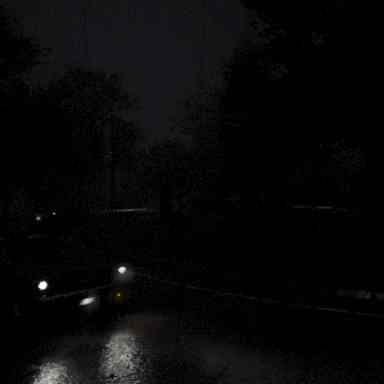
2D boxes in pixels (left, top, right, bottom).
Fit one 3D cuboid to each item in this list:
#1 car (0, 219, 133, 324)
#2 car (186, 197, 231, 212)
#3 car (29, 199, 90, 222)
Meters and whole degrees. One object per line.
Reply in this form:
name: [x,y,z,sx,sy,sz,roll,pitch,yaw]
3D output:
car: [-3.310,1.512,7.206,1.895,1.301,4.718,0,1,-45]
car: [1.310,0.890,34.447,5.566,2.045,2.150,0,1,-23]
car: [-8.372,1.240,21.455,2.128,1.511,4.902,0,0,10]
